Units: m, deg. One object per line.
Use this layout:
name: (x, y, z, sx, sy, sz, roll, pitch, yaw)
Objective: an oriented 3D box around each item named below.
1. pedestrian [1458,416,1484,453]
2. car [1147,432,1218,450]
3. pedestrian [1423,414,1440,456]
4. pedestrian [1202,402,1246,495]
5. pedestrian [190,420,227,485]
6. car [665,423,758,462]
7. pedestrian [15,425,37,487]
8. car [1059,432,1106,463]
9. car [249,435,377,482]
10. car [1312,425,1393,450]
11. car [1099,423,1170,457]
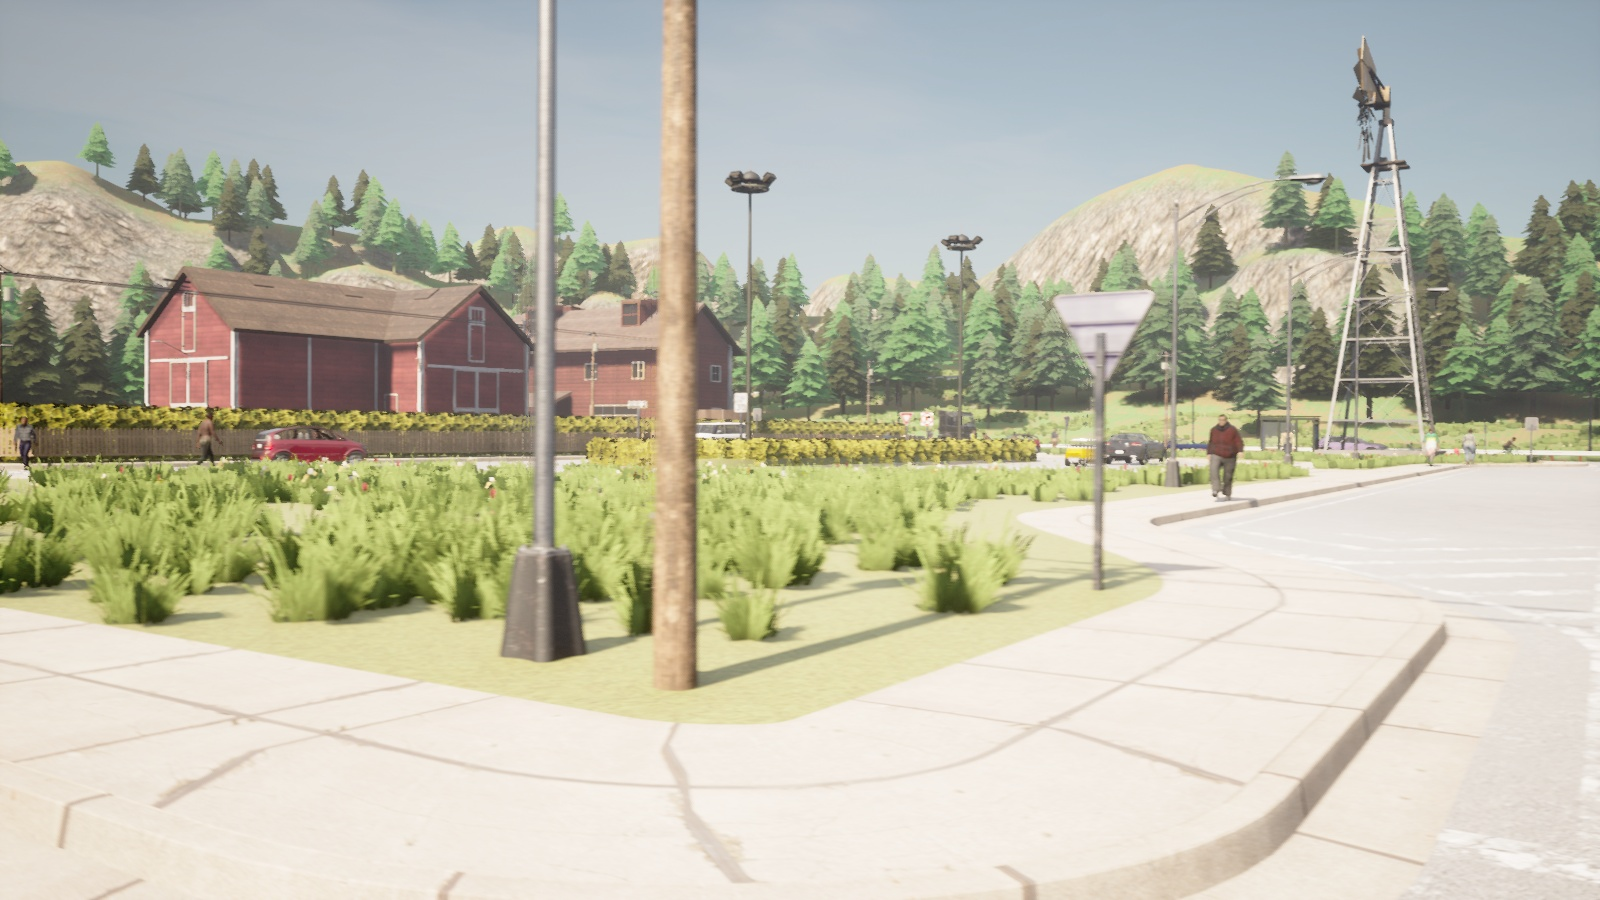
pedestrian: (34.254, -0.799, 64.118, 0.900, 1.855, 0.874, -1, 1, -38)
car: (28.439, -0.702, 93.524, 4.718, 1.301, 1.895, 0, 1, 32)
pedestrian: (29.677, -0.687, 58.999, 0.659, 1.952, 0.873, 0, 1, 31)
pedestrian: (8.558, -0.037, 25.332, 0.634, 1.844, 0.899, 0, 1, 32)
pedestrian: (-16.472, 0.059, 34.964, 0.328, 1.805, 0.869, 0, 1, 36)
car: (-4.821, -0.448, 69.046, 2.150, 2.045, 5.566, 0, 1, 33)
pedestrian: (-24.867, 0.192, 40.352, 0.423, 1.949, 0.788, -1, 1, -21)
car: (13.201, -0.133, 58.621, 1.481, 1.376, 2.207, 0, 1, 33)
car: (-16.842, 0.269, 43.495, 3.705, 1.549, 1.789, -1, 0, -42)
car: (38.216, -0.871, 86.915, 4.856, 1.649, 2.033, 0, 1, 34)
car: (17.399, -0.536, 65.131, 2.152, 1.651, 5.027, 0, 1, 32)
